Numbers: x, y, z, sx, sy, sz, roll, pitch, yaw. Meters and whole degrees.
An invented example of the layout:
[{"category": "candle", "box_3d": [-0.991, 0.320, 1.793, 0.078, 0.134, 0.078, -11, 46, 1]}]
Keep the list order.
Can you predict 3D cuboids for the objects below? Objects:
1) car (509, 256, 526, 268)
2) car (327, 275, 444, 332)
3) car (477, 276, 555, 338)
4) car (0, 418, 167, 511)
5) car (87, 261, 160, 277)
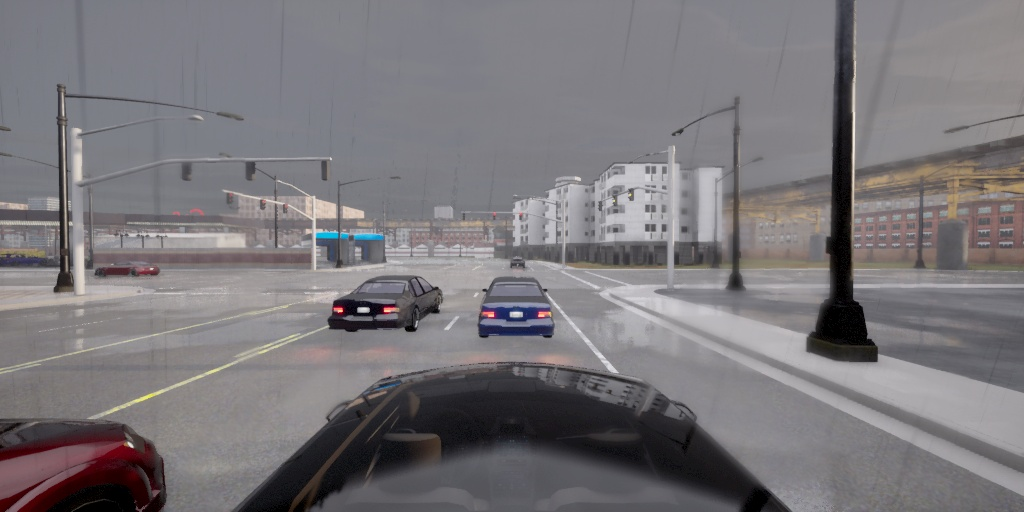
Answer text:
[{"category": "car", "box_3d": [0.708, 0.772, 46.080, 1.837, 1.490, 4.892, 0, 1, 0]}, {"category": "car", "box_3d": [-3.406, 1.274, 10.730, 2.033, 1.411, 5.357, 0, 0, 0]}, {"category": "car", "box_3d": [0.090, 1.279, 10.128, 2.033, 1.411, 5.357, 0, 0, 0]}, {"category": "car", "box_3d": [-3.395, 1.314, 0.733, 1.994, 1.385, 4.181, 0, 0, 0]}, {"category": "car", "box_3d": [-33.197, 1.084, 30.987, 4.181, 1.385, 1.994, 0, 1, -1]}]
